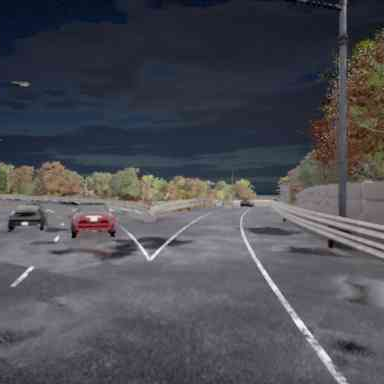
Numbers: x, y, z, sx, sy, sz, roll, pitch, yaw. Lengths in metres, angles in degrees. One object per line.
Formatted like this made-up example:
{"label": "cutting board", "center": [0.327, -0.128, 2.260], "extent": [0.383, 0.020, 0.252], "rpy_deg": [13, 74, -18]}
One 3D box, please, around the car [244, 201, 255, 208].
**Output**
{"label": "car", "center": [12.916, 2.788, 74.838], "extent": [2.033, 1.411, 5.357], "rpy_deg": [0, -4, 15]}

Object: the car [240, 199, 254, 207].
{"label": "car", "center": [10.430, 2.202, 64.760], "extent": [1.837, 1.490, 4.892], "rpy_deg": [0, -3, 14]}

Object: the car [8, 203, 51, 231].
{"label": "car", "center": [-9.806, 1.462, 20.183], "extent": [1.837, 1.490, 4.892], "rpy_deg": [0, 0, -20]}

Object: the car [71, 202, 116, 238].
{"label": "car", "center": [-5.325, 1.323, 17.913], "extent": [2.097, 1.767, 4.553], "rpy_deg": [0, 0, -18]}
